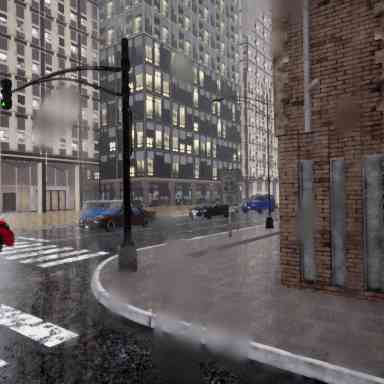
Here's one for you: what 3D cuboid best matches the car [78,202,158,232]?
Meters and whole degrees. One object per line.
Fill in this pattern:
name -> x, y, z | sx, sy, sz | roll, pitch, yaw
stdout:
car -> -4.446, 1.614, 21.115 | 2.033, 1.411, 5.357 | -1, -1, 36

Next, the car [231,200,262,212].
car -> 6.870, 1.689, 41.360 | 1.752, 1.417, 4.829 | -2, -1, 36

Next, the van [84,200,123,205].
van -> -5.964, 1.460, 23.450 | 1.690, 1.788, 3.998 | -2, -1, 36

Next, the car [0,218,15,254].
car -> -8.434, 1.224, 9.990 | 2.150, 2.045, 5.566 | 0, 0, 35

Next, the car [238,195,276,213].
car -> 7.727, 1.329, 38.097 | 2.150, 2.045, 5.566 | -1, -1, 36

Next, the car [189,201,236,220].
car -> 1.636, 1.578, 29.603 | 2.128, 1.511, 4.902 | -1, -1, 36
